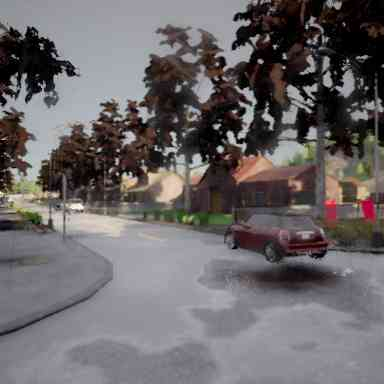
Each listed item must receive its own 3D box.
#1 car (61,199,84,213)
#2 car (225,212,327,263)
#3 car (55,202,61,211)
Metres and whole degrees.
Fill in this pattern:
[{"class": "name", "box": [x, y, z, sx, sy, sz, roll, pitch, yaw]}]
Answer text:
[{"class": "car", "box": [-17.667, 2.063, 49.670, 2.150, 2.045, 5.566, 0, -1, -29]}, {"class": "car", "box": [3.075, 1.552, 13.173, 2.097, 1.767, 4.553, 0, -1, -21]}, {"class": "car", "box": [-22.977, 2.495, 58.901, 2.128, 1.511, 4.902, 0, -1, -30]}]
